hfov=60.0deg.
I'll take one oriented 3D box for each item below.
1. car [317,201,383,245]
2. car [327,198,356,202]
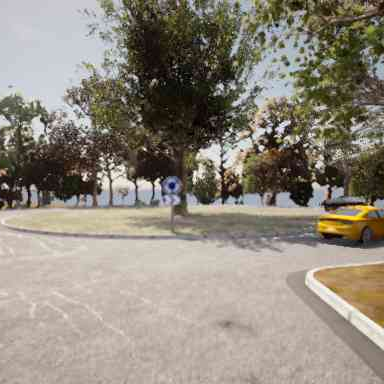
[{"bbox_3d":[7.862,1.380,15.150,5.008,1.535,1.882,0,1,-32],"label":"car"},{"bbox_3d":[14.173,1.274,31.760,1.882,1.535,5.008,1,0,-10],"label":"car"}]
